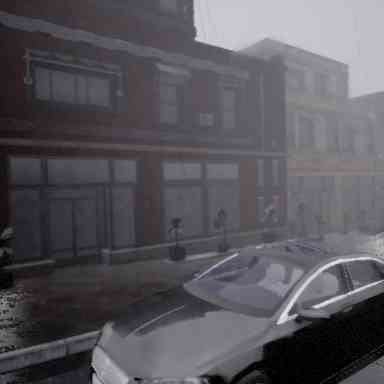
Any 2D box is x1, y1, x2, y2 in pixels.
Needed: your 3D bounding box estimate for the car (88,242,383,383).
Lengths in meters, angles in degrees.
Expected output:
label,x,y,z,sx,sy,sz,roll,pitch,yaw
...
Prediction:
label,x,y,z,sx,sy,sz,roll,pitch,yaw
car,1.203,1.488,4.331,4.902,1.511,2.128,0,0,-35
